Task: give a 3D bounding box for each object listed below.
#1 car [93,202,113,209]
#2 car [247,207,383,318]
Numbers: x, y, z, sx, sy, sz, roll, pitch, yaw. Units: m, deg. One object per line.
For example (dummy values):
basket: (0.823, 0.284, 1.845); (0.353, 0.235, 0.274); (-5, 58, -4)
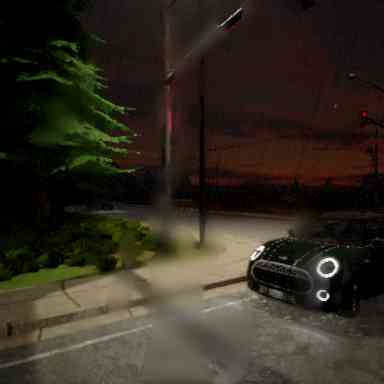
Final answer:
car: (-10.776, 1.428, 38.805); (1.812, 1.442, 4.674); (-1, 0, -35)
car: (3.343, 1.267, 7.434); (4.553, 1.767, 2.097); (0, 1, -37)
